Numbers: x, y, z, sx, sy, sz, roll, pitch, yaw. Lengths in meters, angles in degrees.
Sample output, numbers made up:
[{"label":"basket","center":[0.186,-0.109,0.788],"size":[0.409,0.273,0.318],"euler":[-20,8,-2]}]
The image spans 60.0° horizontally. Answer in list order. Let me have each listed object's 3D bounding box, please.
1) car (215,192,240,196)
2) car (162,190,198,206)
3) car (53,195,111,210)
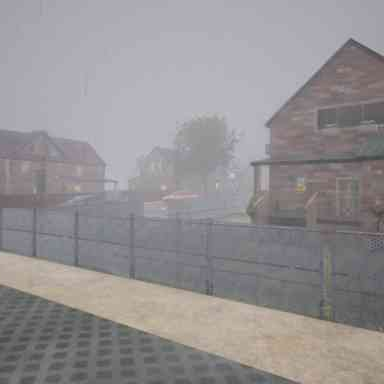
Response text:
[{"label":"car","center":[4.898,0.610,44.231],"size":[1.895,1.301,4.718],"euler":[1,2,36]},{"label":"car","center":[-1.182,0.605,35.685],"size":[2.097,1.767,4.553],"euler":[1,2,36]},{"label":"car","center":[-8.394,1.050,25.518],"size":[1.837,1.490,4.892],"euler":[1,2,35]}]
